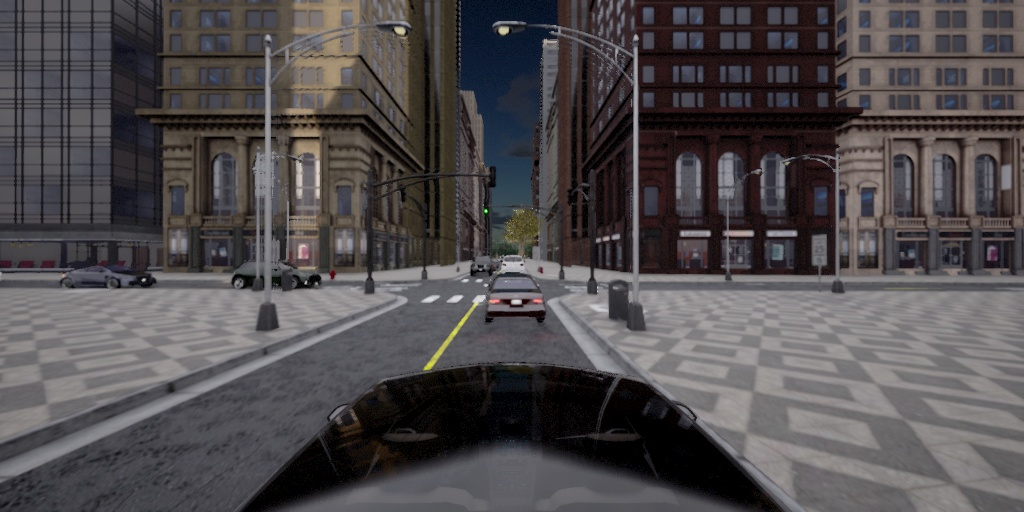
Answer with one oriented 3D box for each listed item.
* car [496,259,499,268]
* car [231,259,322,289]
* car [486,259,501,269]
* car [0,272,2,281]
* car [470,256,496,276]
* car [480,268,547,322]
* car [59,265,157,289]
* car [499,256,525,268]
[{"bbox_3d":[-3.077,1.280,47.520,1.812,1.442,4.674,0,0,0],"label":"car"},{"bbox_3d":[-13.798,1.054,21.249,4.553,1.767,2.097,0,0,0],"label":"car"},{"bbox_3d":[-3.001,1.257,57.961,2.128,1.511,4.902,0,0,0],"label":"car"},{"bbox_3d":[-34.178,0.869,21.288,5.566,2.045,2.150,0,0,0],"label":"car"},{"bbox_3d":[-3.091,0.971,37.402,2.150,2.045,5.566,0,0,-1],"label":"car"},{"bbox_3d":[0.009,1.297,12.260,2.033,1.411,5.357,0,0,-3],"label":"car"},{"bbox_3d":[-23.835,1.237,21.273,4.181,1.385,1.994,0,0,0],"label":"car"},{"bbox_3d":[0.105,0.971,35.710,2.150,2.045,5.566,0,0,0],"label":"car"}]
